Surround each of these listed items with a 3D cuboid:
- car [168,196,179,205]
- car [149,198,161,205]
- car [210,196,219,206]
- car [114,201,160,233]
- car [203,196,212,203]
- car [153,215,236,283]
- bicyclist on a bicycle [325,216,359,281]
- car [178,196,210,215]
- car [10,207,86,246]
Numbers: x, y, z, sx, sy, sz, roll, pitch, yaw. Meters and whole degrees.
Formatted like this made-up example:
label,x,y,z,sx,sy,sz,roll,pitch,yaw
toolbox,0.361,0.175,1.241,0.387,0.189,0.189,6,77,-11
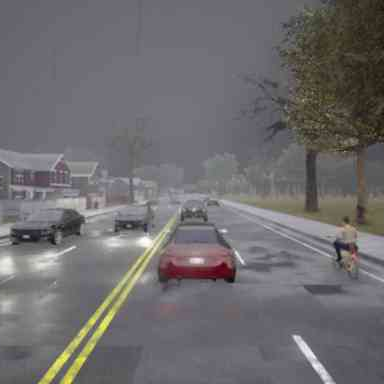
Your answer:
label,x,y,z,sx,sy,sz,roll,pitch,yaw
car,-3.166,1.479,60.852,2.097,1.767,4.553,0,0,1
car,-6.432,1.663,56.784,2.033,1.411,5.357,0,0,1
car,3.466,1.651,56.179,1.812,1.442,4.674,0,0,0
car,-3.312,1.519,20.008,1.882,1.535,5.008,0,0,0
car,3.399,1.657,72.897,1.837,1.490,4.892,0,0,0
car,0.119,1.586,9.801,1.994,1.385,4.181,0,0,0
bicyclist on a bicycle,4.123,1.461,9.003,0.866,1.612,1.509,0,0,0
car,0.156,1.415,27.516,2.097,1.767,4.553,0,0,0
car,-6.572,1.506,15.700,1.882,1.535,5.008,0,0,0
